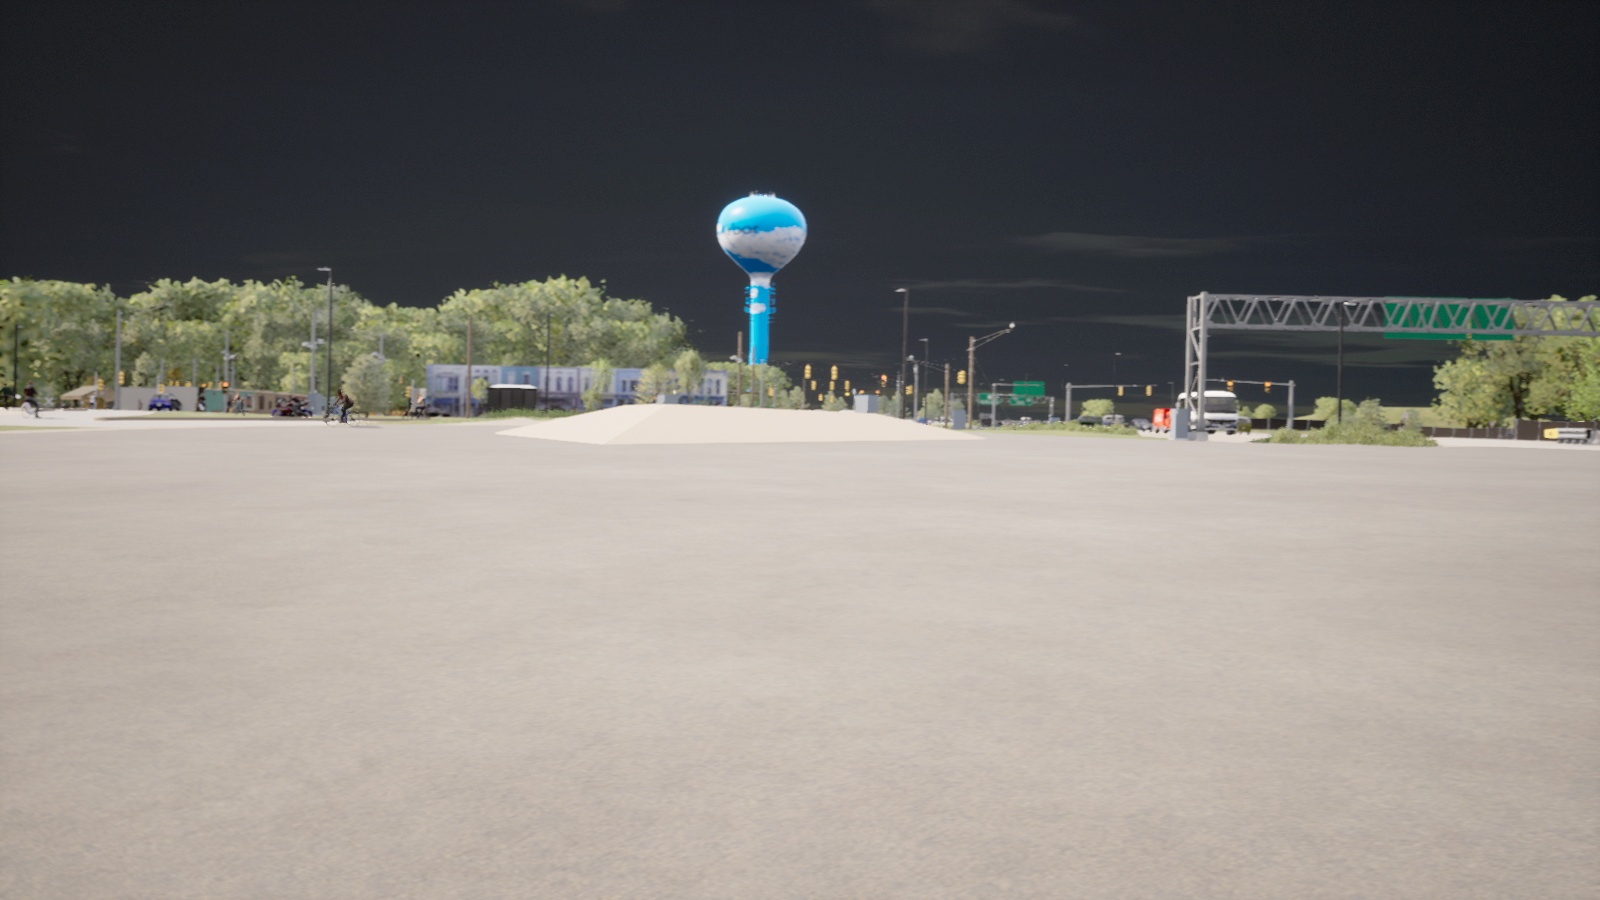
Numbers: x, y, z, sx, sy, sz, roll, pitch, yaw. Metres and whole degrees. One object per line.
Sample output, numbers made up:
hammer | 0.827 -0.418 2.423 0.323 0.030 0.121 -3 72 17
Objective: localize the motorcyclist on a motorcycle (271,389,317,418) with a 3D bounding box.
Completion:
motorcyclist on a motorcycle | -28.103 -2.569 69.758 2.191 1.530 0.866 1 0 -7

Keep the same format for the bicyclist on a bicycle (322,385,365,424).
bicyclist on a bicycle | -19.571 -1.940 53.834 0.582 1.620 1.656 5 4 38
